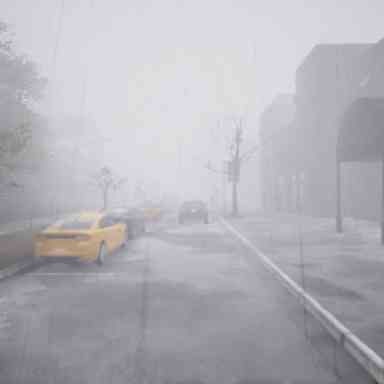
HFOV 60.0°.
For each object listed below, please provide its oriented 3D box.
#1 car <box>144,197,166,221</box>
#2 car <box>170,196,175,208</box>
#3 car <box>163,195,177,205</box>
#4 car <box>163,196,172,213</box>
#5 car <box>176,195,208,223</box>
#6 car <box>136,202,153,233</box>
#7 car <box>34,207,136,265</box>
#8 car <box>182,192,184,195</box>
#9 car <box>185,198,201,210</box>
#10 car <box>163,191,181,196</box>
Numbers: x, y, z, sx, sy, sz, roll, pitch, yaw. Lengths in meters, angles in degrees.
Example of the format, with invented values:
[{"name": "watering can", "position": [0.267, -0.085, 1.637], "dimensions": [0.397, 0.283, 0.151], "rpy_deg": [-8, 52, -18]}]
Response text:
[{"name": "car", "position": [-3.638, 1.502, 27.649], "dimensions": [1.946, 1.575, 5.366], "rpy_deg": [0, 0, 2]}, {"name": "car", "position": [-3.643, 1.526, 39.587], "dimensions": [2.231, 1.521, 4.892], "rpy_deg": [0, -1, 2]}, {"name": "car", "position": [-3.642, 1.508, 45.128], "dimensions": [2.097, 1.535, 5.008], "rpy_deg": [0, 0, 2]}, {"name": "car", "position": [-3.645, 1.522, 34.031], "dimensions": [2.097, 1.535, 5.008], "rpy_deg": [0, 0, 2]}, {"name": "car", "position": [0.105, 1.354, 25.430], "dimensions": [2.097, 1.767, 4.553], "rpy_deg": [0, 0, 0]}, {"name": "car", "position": [-3.648, 1.500, 17.396], "dimensions": [2.097, 1.535, 5.008], "rpy_deg": [0, 0, 2]}, {"name": "car", "position": [-3.649, 1.486, 11.848], "dimensions": [2.097, 1.535, 5.008], "rpy_deg": [0, 0, 2]}, {"name": "car", "position": [-3.629, 1.443, 78.587], "dimensions": [1.946, 1.575, 5.366], "rpy_deg": [0, 1, 2]}, {"name": "car", "position": [0.108, 1.574, 42.930], "dimensions": [1.994, 1.385, 4.181], "rpy_deg": [0, 0, 0]}, {"name": "car", "position": [-3.640, 1.234, 54.081], "dimensions": [2.435, 2.045, 5.566], "rpy_deg": [0, 0, 2]}]
